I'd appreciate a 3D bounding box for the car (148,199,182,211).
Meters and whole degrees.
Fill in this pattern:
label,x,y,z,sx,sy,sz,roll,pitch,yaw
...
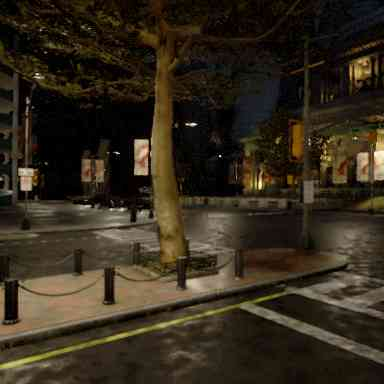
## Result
label,x,y,z,sx,sy,sz,roll,pitch,yaw
car,-3.684,1.722,44.713,2.033,1.411,5.357,1,0,-35

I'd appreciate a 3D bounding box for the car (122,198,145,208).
label,x,y,z,sx,sy,sz,roll,pitch,yaw
car,-9.270,1.700,52.437,1.812,1.442,4.674,1,0,-36

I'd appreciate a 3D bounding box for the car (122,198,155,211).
label,x,y,z,sx,sy,sz,roll,pitch,yaw
car,-6.740,1.626,42.961,1.882,1.535,5.008,1,0,-36

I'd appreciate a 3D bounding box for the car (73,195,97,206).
label,x,y,z,sx,sy,sz,roll,pitch,yaw
car,-19.002,1.688,58.566,5.357,1.411,2.033,0,0,43

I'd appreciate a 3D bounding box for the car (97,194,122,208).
label,x,y,z,sx,sy,sz,roll,pitch,yaw
car,-12.185,1.499,50.471,2.097,1.767,4.553,1,0,-37
